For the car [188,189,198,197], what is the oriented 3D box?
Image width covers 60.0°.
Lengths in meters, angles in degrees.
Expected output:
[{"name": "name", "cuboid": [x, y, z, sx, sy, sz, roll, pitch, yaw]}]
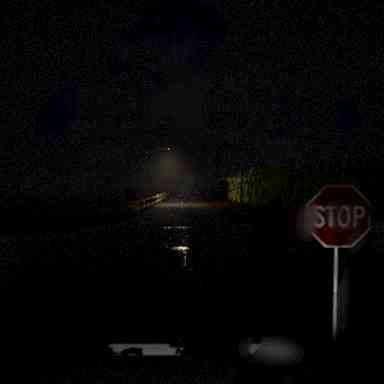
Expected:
[{"name": "car", "cuboid": [0.126, 0.165, 71.193, 2.033, 1.411, 5.357, 0, 2, 0]}]

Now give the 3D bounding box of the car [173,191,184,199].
[{"name": "car", "cuboid": [-2.635, 0.508, 65.380, 1.837, 1.490, 4.892, 0, 2, 0]}]

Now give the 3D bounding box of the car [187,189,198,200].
[{"name": "car", "cuboid": [0.107, 0.652, 60.788, 1.837, 1.490, 4.892, 0, 2, 0]}]
